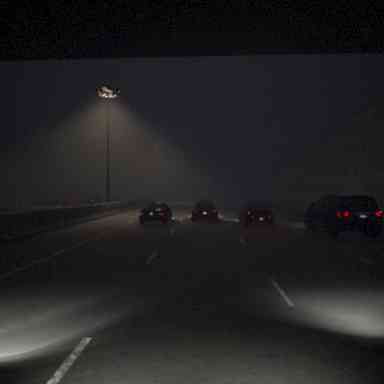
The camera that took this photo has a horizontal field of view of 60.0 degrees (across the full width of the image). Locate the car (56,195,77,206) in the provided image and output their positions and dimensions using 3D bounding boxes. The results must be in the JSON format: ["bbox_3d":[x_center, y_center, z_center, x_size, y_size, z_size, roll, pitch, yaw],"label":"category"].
[{"bbox_3d":[-19.165,1.252,52.808,2.097,1.767,4.553,0,0,2],"label":"car"}]

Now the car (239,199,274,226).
[{"bbox_3d":[4.378,1.466,22.896,1.812,1.442,4.674,0,0,2],"label":"car"}]

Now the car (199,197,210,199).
[{"bbox_3d":[1.547,1.385,41.433,2.128,1.511,4.902,0,0,2],"label":"car"}]

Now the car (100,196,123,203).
[{"bbox_3d":[-12.199,1.350,51.911,1.882,1.535,5.008,0,0,2],"label":"car"}]

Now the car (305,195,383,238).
[{"bbox_3d":[7.701,1.175,17.453,2.150,2.045,5.566,0,0,2],"label":"car"}]

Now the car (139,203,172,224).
[{"bbox_3d":[-2.564,1.486,24.283,2.033,1.411,5.357,0,0,2],"label":"car"}]

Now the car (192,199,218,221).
[{"bbox_3d":[1.004,1.497,26.137,1.994,1.385,4.181,0,0,2],"label":"car"}]

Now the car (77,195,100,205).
[{"bbox_3d":[-15.696,1.222,52.063,2.097,1.767,4.553,0,0,2],"label":"car"}]

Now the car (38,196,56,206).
[{"bbox_3d":[-22.664,1.370,52.902,1.882,1.535,5.008,0,0,2],"label":"car"}]
